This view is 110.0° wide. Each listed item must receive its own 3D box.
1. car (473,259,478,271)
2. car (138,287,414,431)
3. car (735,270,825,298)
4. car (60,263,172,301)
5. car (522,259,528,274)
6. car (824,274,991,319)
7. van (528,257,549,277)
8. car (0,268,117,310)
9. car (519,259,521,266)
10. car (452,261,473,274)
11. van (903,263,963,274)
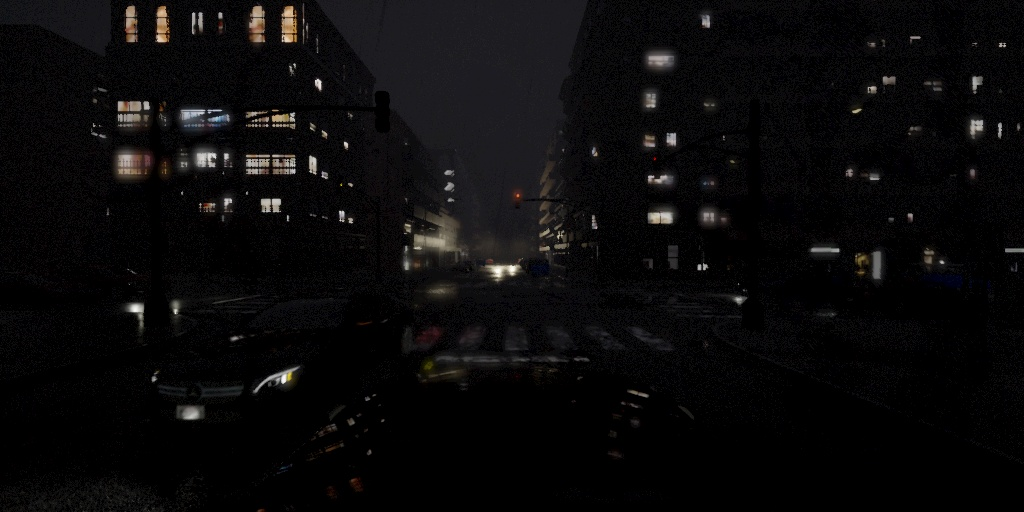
[{"bbox_3d":[-5.920,1.352,47.034,1.948,1.339,4.313,0,0,0],"label":"car"},{"bbox_3d":[-3.026,1.275,5.841,1.812,1.442,4.674,0,0,3],"label":"car"},{"bbox_3d":[14.976,1.453,19.020,5.357,1.411,2.033,1,0,0],"label":"car"},{"bbox_3d":[-18.015,1.086,15.809,5.008,1.535,1.882,1,0,0],"label":"car"},{"bbox_3d":[2.657,1.091,41.478,2.192,1.841,5.009,0,0,0],"label":"car"},{"bbox_3d":[14.690,1.498,13.228,4.507,1.381,1.888,0,0,0],"label":"car"},{"bbox_3d":[2.756,1.109,35.981,1.690,1.789,3.998,0,0,0],"label":"van"},{"bbox_3d":[-17.763,1.215,13.228,4.207,1.307,1.802,0,0,0],"label":"car"},{"bbox_3d":[2.585,1.252,58.039,1.967,1.591,4.097,0,0,0],"label":"car"},{"bbox_3d":[-5.910,1.358,41.512,1.802,1.307,4.207,0,0,0],"label":"car"},{"bbox_3d":[26.060,1.343,21.597,3.998,1.789,1.690,0,0,0],"label":"van"}]
